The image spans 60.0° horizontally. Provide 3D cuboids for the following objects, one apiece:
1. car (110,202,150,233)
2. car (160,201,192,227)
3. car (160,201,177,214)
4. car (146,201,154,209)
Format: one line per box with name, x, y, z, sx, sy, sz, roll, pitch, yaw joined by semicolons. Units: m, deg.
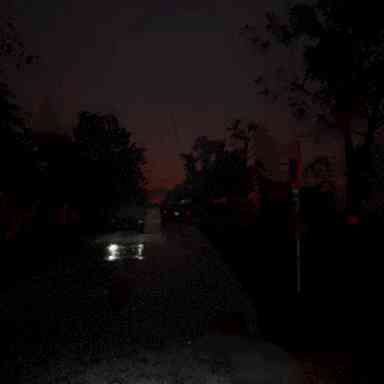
car;-3.802;1.598;20.600;1.882;1.535;5.008;0;-1;-5
car;-1.216;1.521;24.657;2.097;1.767;4.553;0;-1;-5
car;-3.087;1.911;42.668;1.882;1.535;5.008;0;-1;-6
car;-8.017;2.434;61.694;2.033;1.411;5.357;0;-2;-6
